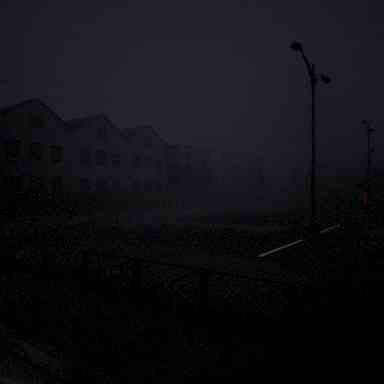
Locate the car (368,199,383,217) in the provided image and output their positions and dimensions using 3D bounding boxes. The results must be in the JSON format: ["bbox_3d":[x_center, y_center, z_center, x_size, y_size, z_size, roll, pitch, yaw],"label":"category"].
[{"bbox_3d":[15.494,1.298,26.768,2.007,1.523,4.514,0,0,35],"label":"car"}]
